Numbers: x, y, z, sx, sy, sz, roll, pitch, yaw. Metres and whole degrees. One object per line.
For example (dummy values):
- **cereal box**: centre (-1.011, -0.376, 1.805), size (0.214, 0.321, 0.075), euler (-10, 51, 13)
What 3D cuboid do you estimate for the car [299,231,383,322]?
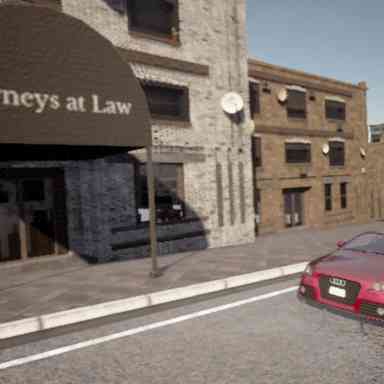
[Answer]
- **car**: centre (4.148, 1.541, 6.929), size (4.181, 1.385, 1.994), euler (0, 0, -35)
